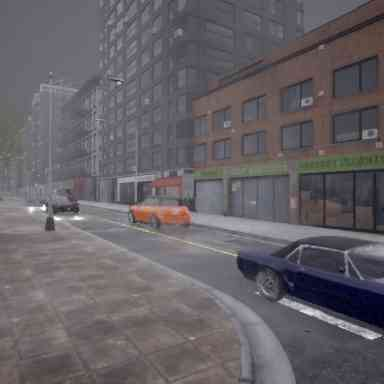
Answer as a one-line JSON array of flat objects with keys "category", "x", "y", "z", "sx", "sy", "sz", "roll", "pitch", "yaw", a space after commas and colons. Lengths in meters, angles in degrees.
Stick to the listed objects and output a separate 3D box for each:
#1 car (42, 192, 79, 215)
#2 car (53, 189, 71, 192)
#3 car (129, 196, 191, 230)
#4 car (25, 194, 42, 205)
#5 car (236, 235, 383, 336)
[{"category": "car", "x": -10.747, "y": 1.012, "z": 27.507, "sx": 1.882, "sy": 1.535, "sz": 5.008, "roll": 0, "pitch": 1, "yaw": -32}, {"category": "car", "x": -16.885, "y": 0.607, "z": 42.743, "sx": 2.150, "sy": 2.045, "sz": 5.566, "roll": 0, "pitch": 0, "yaw": -32}, {"category": "car", "x": -1.982, "y": 1.066, "z": 19.157, "sx": 2.097, "sy": 1.767, "sz": 4.553, "roll": 0, "pitch": 1, "yaw": -32}, {"category": "car", "x": -19.815, "y": 0.877, "z": 42.019, "sx": 1.895, "sy": 1.301, "sz": 4.718, "roll": 0, "pitch": 0, "yaw": -32}, {"category": "car", "x": 2.959, "y": 1.528, "z": 5.829, "sx": 1.895, "sy": 1.301, "sz": 4.718, "roll": 0, "pitch": 1, "yaw": -32}]
